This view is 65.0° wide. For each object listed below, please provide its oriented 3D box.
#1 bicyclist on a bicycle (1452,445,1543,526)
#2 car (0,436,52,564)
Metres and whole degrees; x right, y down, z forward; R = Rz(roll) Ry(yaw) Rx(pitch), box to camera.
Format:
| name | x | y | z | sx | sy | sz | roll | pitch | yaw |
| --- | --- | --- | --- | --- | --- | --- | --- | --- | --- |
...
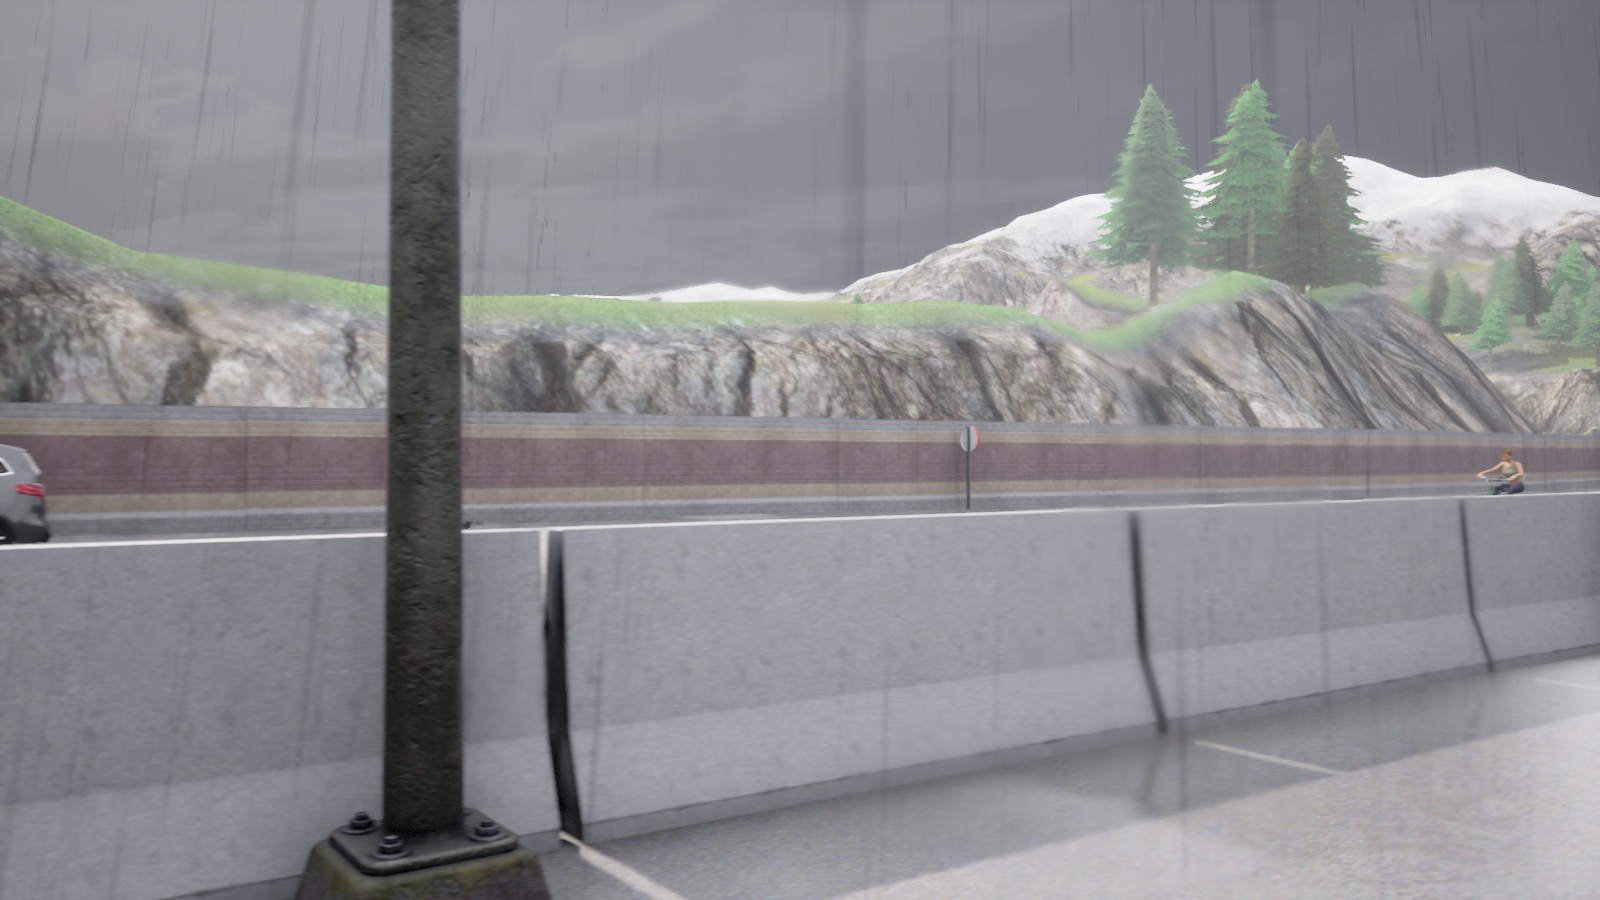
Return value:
| name | x | y | z | sx | sy | sz | roll | pitch | yaw |
| --- | --- | --- | --- | --- | --- | --- | --- | --- | --- |
| bicyclist on a bicycle | 14.402 | 0.714 | 25.928 | 1.509 | 1.612 | 0.866 | 0 | 2 | -24 |
| car | -12.479 | 0.655 | 16.298 | 4.611 | 1.667 | 2.242 | 0 | 0 | -35 |
